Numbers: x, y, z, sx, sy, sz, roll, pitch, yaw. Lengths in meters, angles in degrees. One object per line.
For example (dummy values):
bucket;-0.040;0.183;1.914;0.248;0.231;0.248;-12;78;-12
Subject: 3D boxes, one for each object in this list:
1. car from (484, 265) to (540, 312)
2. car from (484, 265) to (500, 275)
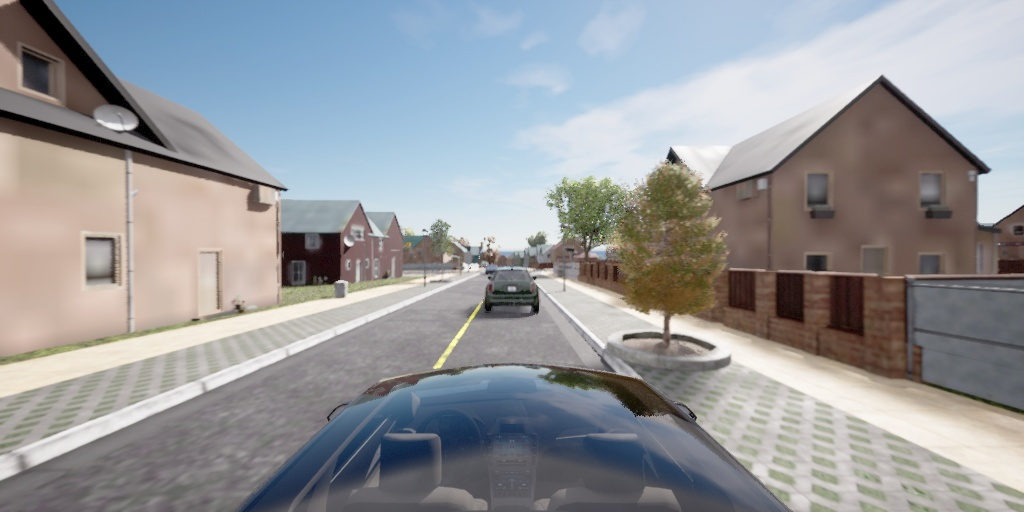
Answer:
car;0.015;1.247;15.242;2.097;1.767;4.553;0;-1;0
car;-2.782;1.933;50.830;2.033;1.411;5.357;0;-1;0
